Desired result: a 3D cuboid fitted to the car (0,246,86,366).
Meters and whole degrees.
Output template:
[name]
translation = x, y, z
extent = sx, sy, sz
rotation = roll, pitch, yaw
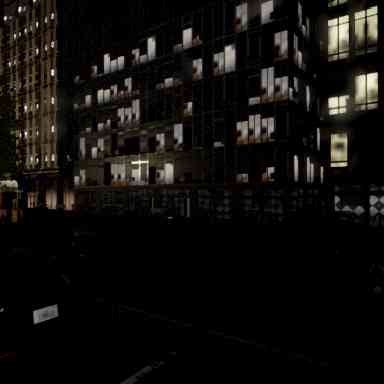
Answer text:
[car]
translation = -3.527, 1.566, 5.384
extent = 4.313, 1.339, 1.947
rotation = 0, 0, 35
